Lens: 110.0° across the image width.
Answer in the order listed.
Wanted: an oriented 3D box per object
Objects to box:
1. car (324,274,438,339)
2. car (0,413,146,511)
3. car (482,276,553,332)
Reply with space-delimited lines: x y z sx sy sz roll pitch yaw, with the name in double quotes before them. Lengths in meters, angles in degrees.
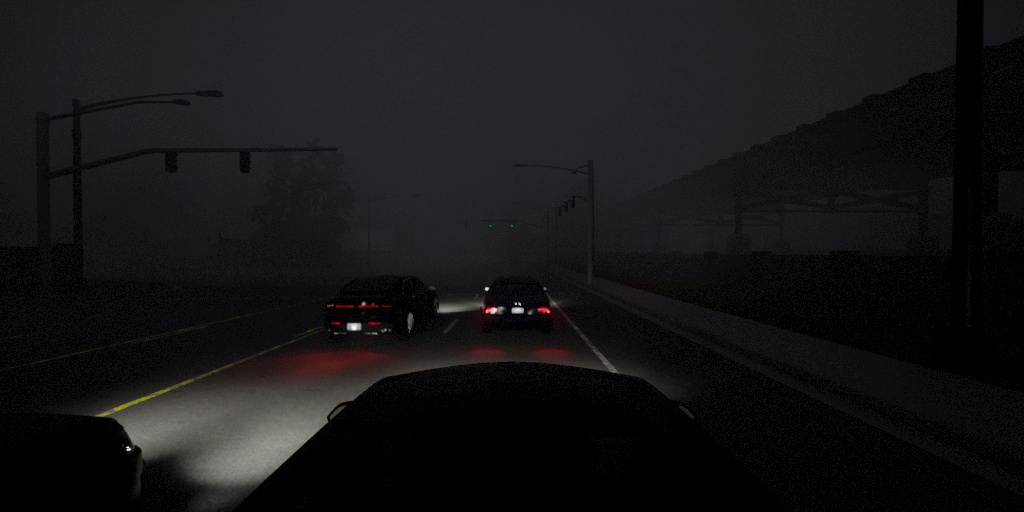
"car" -3.382 1.256 10.113 1.837 1.490 4.892 0 0 0
"car" -3.403 1.252 0.371 1.837 1.490 4.892 0 0 0
"car" 0.122 1.301 10.791 2.033 1.411 5.357 0 0 0
